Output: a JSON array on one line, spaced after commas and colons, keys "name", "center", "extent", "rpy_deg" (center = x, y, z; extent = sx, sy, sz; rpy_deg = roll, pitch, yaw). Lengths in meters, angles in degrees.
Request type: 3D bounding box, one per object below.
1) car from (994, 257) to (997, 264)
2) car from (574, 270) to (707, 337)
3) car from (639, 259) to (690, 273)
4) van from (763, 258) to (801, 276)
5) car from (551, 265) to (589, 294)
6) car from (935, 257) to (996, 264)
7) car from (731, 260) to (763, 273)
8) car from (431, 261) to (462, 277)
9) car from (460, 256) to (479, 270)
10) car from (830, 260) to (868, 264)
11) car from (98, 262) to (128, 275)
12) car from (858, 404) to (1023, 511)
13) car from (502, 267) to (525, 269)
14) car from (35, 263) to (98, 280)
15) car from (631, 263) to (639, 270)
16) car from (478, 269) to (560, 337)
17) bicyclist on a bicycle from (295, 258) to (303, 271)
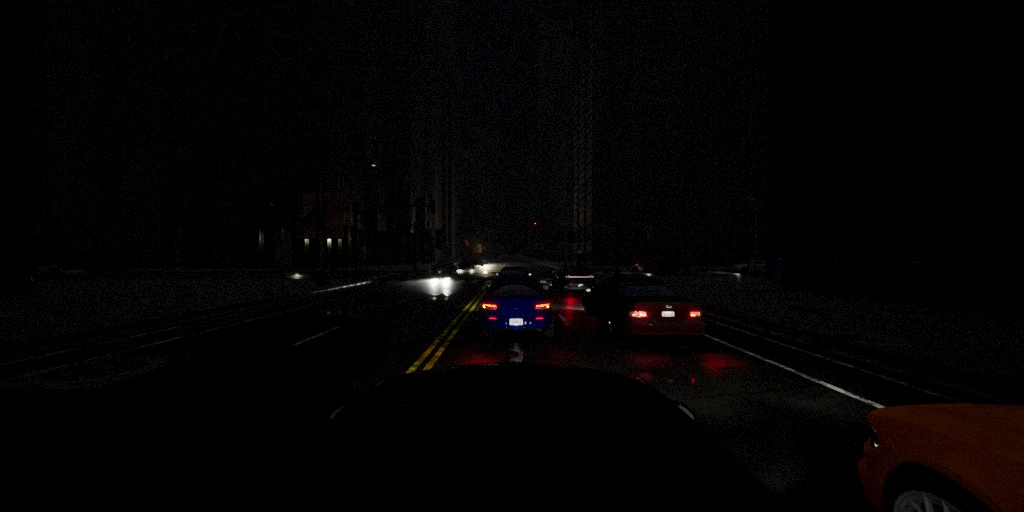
[{"name": "car", "center": [49.272, 1.046, 35.143], "extent": [5.009, 1.841, 2.192], "rpy_deg": [0, 0, 0]}, {"name": "car", "center": [3.347, 1.294, 10.232], "extent": [2.033, 1.411, 5.357], "rpy_deg": [0, 0, 0]}, {"name": "car", "center": [17.703, 1.148, 41.164], "extent": [5.008, 1.535, 1.882], "rpy_deg": [0, 1, 0]}, {"name": "van", "center": [27.510, 1.086, 35.260], "extent": [3.998, 1.789, 1.690], "rpy_deg": [0, 0, 0]}, {"name": "car", "center": [3.340, 1.230, 19.980], "extent": [2.128, 1.511, 4.902], "rpy_deg": [0, 0, 0]}, {"name": "car", "center": [43.831, 1.169, 35.173], "extent": [4.097, 1.591, 1.967], "rpy_deg": [0, 0, 0]}, {"name": "car", "center": [27.642, 1.184, 41.095], "extent": [4.674, 1.442, 1.812], "rpy_deg": [0, 1, 0]}, {"name": "car", "center": [-6.605, 1.217, 35.246], "extent": [2.128, 1.511, 4.902], "rpy_deg": [0, 0, 0]}, {"name": "car", "center": [-6.602, 1.067, 53.046], "extent": [2.097, 1.767, 4.553], "rpy_deg": [0, 0, 0]}, {"name": "car", "center": [32.952, 1.321, 35.231], "extent": [4.207, 1.307, 1.802], "rpy_deg": [0, 0, 0]}, {"name": "car", "center": [-46.437, 1.364, 40.692], "extent": [4.507, 1.381, 1.888], "rpy_deg": [0, 0, 0]}, {"name": "car", "center": [3.350, 1.228, 0.407], "extent": [1.882, 1.535, 5.008], "rpy_deg": [0, 0, 0]}, {"name": "car", "center": [0.088, 1.286, 19.706], "extent": [2.033, 1.411, 5.357], "rpy_deg": [0, 0, 0]}, {"name": "car", "center": [-40.841, 1.451, 32.172], "extent": [4.829, 1.417, 1.751], "rpy_deg": [0, 0, 0]}, {"name": "car", "center": [16.672, 1.071, 43.843], "extent": [4.097, 1.591, 1.967], "rpy_deg": [0, 0, 0]}, {"name": "car", "center": [0.089, 1.272, 10.132], "extent": [1.812, 1.442, 4.674], "rpy_deg": [0, 0, 0]}, {"name": "bicyclist on a bicycle", "center": [-25.898, 1.003, 43.562], "extent": [0.582, 1.620, 1.656], "rpy_deg": [0, 1, 0]}]
